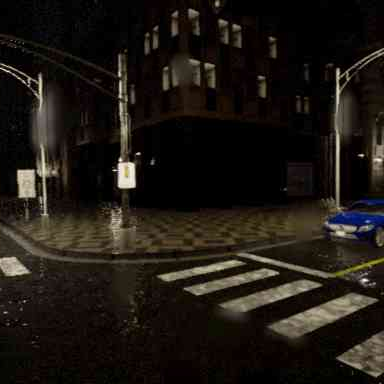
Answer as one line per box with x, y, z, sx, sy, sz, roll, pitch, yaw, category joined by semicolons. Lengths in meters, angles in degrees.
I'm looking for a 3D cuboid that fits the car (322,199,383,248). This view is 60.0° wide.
6.714;1.015;12.203;4.674;1.442;1.812;-2;3;-36;car
